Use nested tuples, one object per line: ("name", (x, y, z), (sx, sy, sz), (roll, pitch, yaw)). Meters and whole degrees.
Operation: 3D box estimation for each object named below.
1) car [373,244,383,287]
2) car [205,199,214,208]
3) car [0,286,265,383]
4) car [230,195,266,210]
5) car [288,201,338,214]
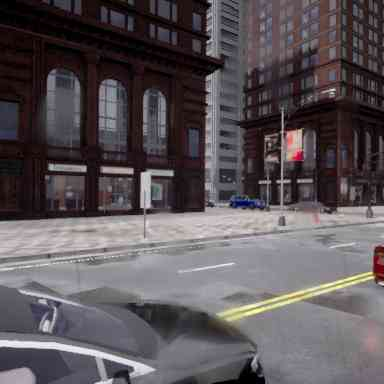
("car", (6.271, 1.489, 7.905), (5.008, 1.535, 1.882), (0, 0, -35))
("car", (1.705, 1.834, 53.600), (1.994, 1.385, 4.181), (1, -1, -35))
("car", (-1.558, 1.491, 2.334), (4.902, 1.511, 2.128), (0, 0, -35))
("car", (7.524, 1.446, 45.407), (2.150, 2.045, 5.566), (1, -1, -35))
("car", (13.402, 1.725, 37.129), (2.033, 1.411, 5.357), (1, -1, -35))
